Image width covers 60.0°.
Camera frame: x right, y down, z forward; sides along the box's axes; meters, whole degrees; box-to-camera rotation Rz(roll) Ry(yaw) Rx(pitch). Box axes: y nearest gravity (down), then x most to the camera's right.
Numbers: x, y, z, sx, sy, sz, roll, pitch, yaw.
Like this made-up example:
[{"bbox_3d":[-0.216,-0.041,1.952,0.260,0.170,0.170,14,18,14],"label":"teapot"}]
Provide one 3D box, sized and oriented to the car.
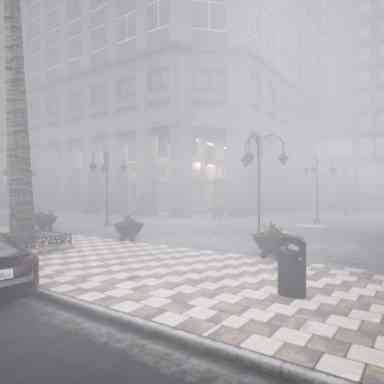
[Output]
[{"bbox_3d":[-5.267,1.513,7.213,4.786,1.482,2.161,0,0,35],"label":"car"}]
